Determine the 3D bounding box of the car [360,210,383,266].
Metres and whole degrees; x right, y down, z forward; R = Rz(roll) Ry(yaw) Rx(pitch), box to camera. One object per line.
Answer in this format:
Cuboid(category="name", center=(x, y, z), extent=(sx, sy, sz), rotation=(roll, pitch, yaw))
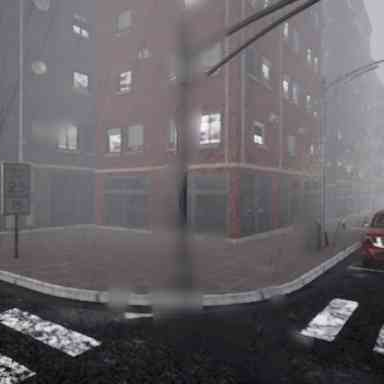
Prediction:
Cuboid(category="car", center=(7.553, 1.589, 12.134), extent=(2.192, 1.841, 5.009), rotation=(-1, -2, 35))
